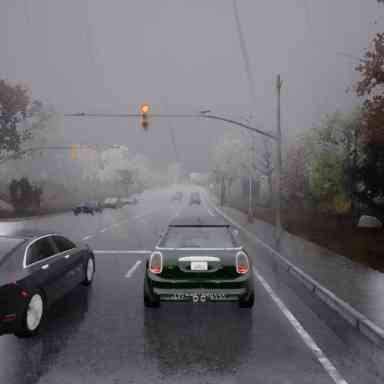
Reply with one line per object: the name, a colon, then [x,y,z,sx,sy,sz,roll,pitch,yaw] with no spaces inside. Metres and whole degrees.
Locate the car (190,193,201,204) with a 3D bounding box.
car: [0.558,1.377,58.027,2.033,1.411,5.357,0,2,1]

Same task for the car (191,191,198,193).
car: [0.609,0.516,75.150,2.033,1.411,5.357,0,3,1]

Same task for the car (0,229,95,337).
car: [-3.377,1.505,6.627,1.837,1.490,4.892,0,0,0]

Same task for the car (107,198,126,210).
car: [-10.266,1.478,42.952,1.882,1.535,5.008,0,0,0]

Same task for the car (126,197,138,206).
car: [-10.157,1.492,54.743,1.994,1.385,4.181,0,1,0]

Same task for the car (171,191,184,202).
car: [-2.984,1.070,64.608,2.033,1.411,5.357,0,3,1]

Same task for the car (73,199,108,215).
car: [-10.353,1.601,33.615,1.895,1.301,4.718,0,0,1]

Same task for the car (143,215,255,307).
car: [0.143,1.352,8.127,2.097,1.767,4.553,0,0,0]
